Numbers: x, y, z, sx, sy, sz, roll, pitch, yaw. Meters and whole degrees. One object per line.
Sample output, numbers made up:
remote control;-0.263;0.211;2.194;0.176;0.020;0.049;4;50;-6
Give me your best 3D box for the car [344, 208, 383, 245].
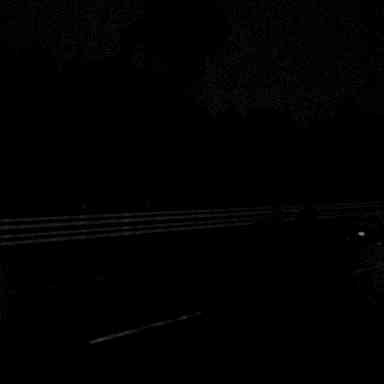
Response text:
car;8.323;1.379;13.703;5.008;1.535;1.882;-1;0;-34
